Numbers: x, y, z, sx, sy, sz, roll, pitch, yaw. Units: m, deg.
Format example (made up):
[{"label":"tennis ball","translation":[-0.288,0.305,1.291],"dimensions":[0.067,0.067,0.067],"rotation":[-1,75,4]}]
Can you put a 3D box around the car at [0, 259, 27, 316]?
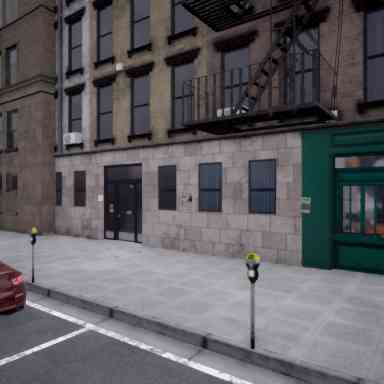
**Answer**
[{"label":"car","translation":[-4.718,1.582,6.209],"dimensions":[4.206,1.307,1.802],"rotation":[0,0,36]}]
